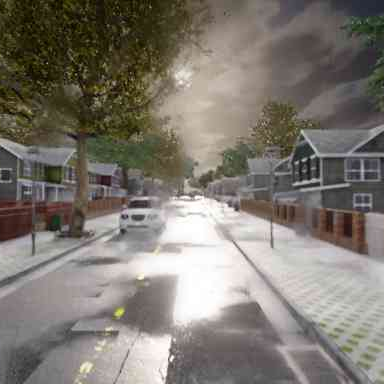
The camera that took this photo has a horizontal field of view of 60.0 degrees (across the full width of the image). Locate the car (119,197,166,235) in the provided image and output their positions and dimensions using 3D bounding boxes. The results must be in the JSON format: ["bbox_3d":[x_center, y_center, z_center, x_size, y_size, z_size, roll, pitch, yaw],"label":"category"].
[{"bbox_3d":[-2.762,1.315,19.823,2.150,2.045,5.566,0,-1,1],"label":"car"}]
